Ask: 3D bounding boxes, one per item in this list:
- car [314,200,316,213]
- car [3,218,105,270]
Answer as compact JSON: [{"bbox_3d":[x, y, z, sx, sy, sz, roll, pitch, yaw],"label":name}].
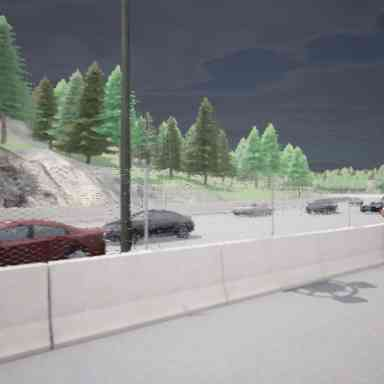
[{"bbox_3d":[13.386,1.528,34.068,4.892,1.490,1.837,1,0,-45],"label":"car"},{"bbox_3d":[-4.912,1.511,9.176,5.008,1.535,1.882,0,0,-36],"label":"car"}]
